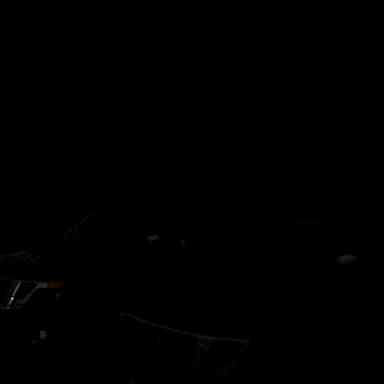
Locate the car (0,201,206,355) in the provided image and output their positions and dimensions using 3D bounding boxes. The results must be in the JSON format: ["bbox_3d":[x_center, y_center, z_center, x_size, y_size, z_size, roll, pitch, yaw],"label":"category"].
[{"bbox_3d":[-1.029,1.236,6.461,2.435,2.045,5.566,0,0,35],"label":"car"}]

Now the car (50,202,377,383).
[{"bbox_3d":[1.226,1.231,4.852,2.435,2.045,5.566,0,0,35],"label":"car"}]
